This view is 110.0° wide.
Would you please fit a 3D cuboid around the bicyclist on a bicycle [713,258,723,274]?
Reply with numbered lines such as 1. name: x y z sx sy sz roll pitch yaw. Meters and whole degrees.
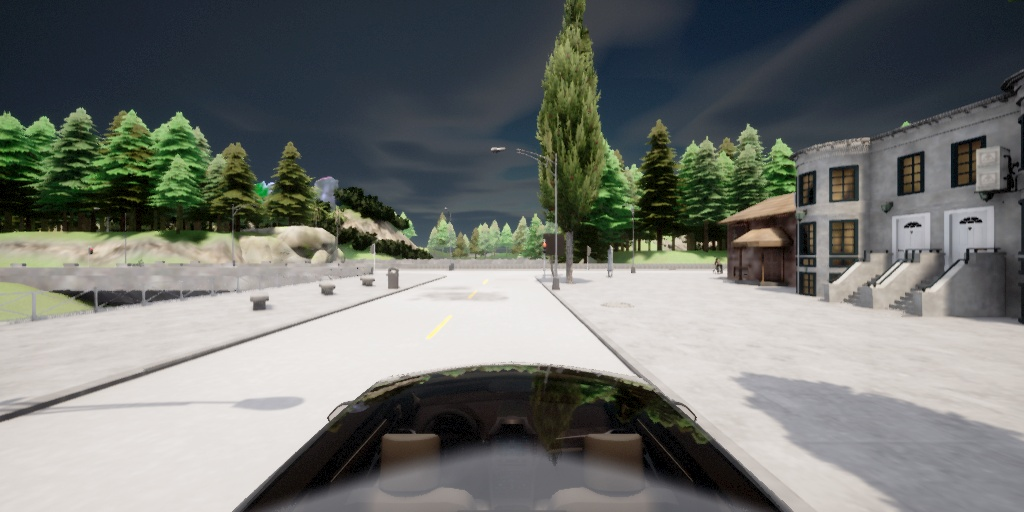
1. bicyclist on a bicycle: 20.980 1.071 36.546 0.582 1.620 1.656 -1 0 0
